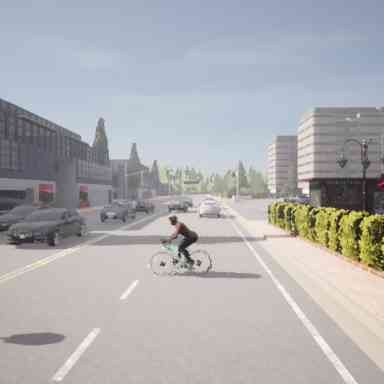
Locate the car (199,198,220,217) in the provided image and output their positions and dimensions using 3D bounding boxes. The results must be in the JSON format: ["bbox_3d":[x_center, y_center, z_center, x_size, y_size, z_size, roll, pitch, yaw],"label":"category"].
[{"bbox_3d":[1.658,1.525,30.927,1.812,1.442,4.674,0,0,3],"label":"car"}]

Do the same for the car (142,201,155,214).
[{"bbox_3d":[-5.230,1.600,35.586,1.895,1.301,4.718,0,0,3],"label":"car"}]

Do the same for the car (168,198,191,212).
[{"bbox_3d":[-1.498,1.600,37.980,1.895,1.301,4.718,0,0,3],"label":"car"}]

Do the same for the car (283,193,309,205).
[{"bbox_3d":[17.035,1.155,52.969,3.866,1.878,1.905,0,0,2],"label":"car"}]

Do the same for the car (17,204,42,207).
[{"bbox_3d":[-9.613,1.506,19.717,1.837,1.490,4.892,0,-1,3],"label":"car"}]

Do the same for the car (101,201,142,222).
[{"bbox_3d":[-5.700,1.491,26.247,2.128,1.511,4.902,0,0,3],"label":"car"}]

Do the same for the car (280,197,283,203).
[{"bbox_3d":[17.168,1.152,55.860,4.605,1.855,1.932,0,0,2],"label":"car"}]

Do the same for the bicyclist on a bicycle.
[{"bbox_3d":[-0.314,1.450,8.867,1.656,1.620,0.582,-2,0,2],"label":"bicyclist on a bicycle"}]

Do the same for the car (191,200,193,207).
[{"bbox_3d":[-0.882,1.599,49.986,1.895,1.301,4.718,0,0,3],"label":"car"}]

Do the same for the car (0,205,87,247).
[{"bbox_3d":[-6.384,1.506,15.198,1.837,1.490,4.892,0,-1,3],"label":"car"}]

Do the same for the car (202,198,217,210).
[{"bbox_3d":[2.342,1.524,44.107,1.812,1.442,4.674,0,0,5],"label":"car"}]
